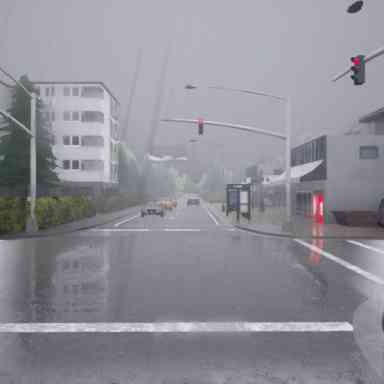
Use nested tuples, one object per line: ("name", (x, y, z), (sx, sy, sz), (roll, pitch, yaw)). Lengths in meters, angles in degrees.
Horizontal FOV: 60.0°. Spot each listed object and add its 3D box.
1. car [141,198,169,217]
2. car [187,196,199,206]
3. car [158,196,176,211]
("car", (-3.522, 1.564, 30.989), (1.994, 1.385, 4.181), (0, 0, 0))
("car", (0.241, 1.477, 53.920), (1.882, 1.535, 5.008), (0, 0, 1))
("car", (-3.490, 1.352, 40.690), (2.097, 1.767, 4.553), (0, 0, 0))
